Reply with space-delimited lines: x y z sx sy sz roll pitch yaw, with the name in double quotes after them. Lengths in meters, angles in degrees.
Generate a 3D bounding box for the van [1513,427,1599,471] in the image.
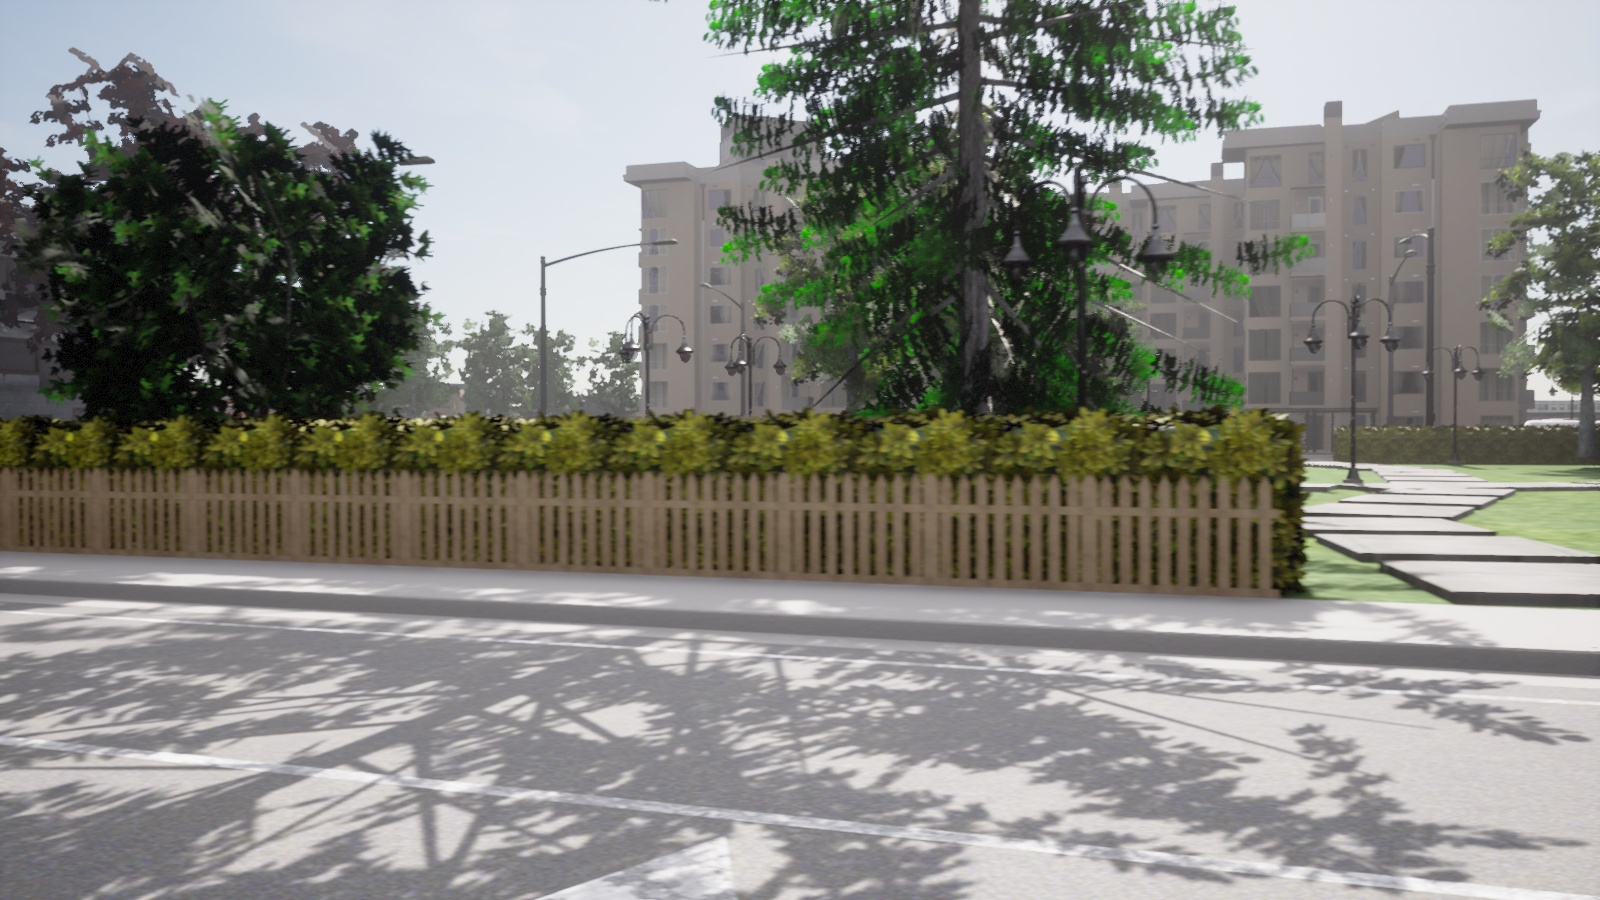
36.813 -0.065 60.015 4.480 2.038 2.069 1 1 20 "van"
